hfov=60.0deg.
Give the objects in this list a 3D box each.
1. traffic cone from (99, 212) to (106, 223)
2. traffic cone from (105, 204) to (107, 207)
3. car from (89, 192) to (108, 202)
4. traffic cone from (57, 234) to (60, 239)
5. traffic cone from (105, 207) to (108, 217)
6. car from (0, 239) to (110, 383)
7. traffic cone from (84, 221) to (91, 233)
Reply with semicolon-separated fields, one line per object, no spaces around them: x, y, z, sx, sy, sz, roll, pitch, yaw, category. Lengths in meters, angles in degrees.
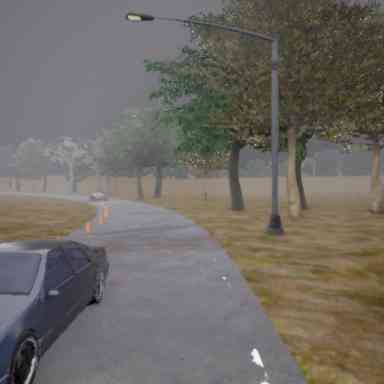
-6.083;1.776;22.194;0.340;0.580;0.340;0;1;-9;traffic cone
-8.088;1.637;31.717;0.340;0.580;0.340;-1;1;-15;traffic cone
-15.224;0.796;53.772;1.812;1.442;4.674;-2;2;-35;car
-5.026;1.878;12.517;0.340;0.580;0.340;0;0;-3;traffic cone
-6.968;1.710;26.980;0.340;0.580;0.340;-1;1;-12;traffic cone
-2.719;1.520;5.280;2.033;1.411;5.357;0;0;0;car
-5.435;1.831;17.368;0.340;0.580;0.340;0;1;-6;traffic cone
